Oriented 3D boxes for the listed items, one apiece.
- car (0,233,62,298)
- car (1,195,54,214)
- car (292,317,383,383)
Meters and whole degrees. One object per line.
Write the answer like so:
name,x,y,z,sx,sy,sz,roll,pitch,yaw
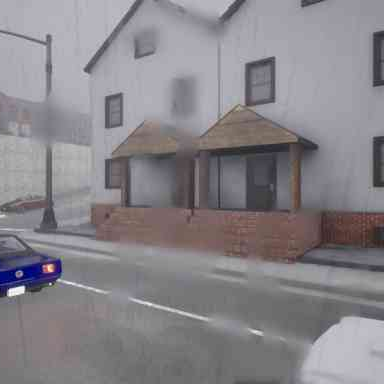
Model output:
car,-5.131,1.601,7.632,4.718,1.301,1.895,0,0,36
car,-14.385,0.973,29.266,1.994,1.385,4.181,0,7,35
car,2.984,1.601,1.853,4.718,1.301,1.895,0,0,36
